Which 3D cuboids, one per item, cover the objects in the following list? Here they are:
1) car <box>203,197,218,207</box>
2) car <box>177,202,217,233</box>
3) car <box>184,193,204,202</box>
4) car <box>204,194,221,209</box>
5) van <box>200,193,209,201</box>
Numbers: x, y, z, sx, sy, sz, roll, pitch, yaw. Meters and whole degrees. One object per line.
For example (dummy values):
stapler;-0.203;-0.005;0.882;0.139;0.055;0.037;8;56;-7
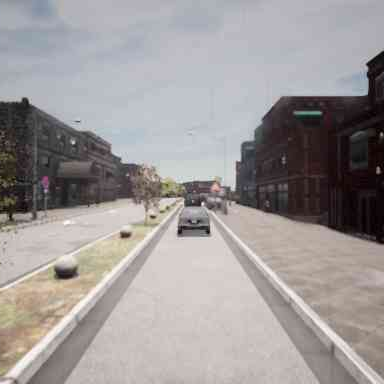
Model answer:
car;3.009;1.529;53.734;2.163;1.488;4.792;0;0;0
car;0.099;1.567;19.581;2.033;1.411;5.357;0;0;0
car;0.110;1.249;42.797;2.150;2.045;5.566;0;0;0
car;3.008;1.506;48.176;2.231;1.521;4.892;0;0;0
van;3.016;1.255;81.305;1.878;1.987;4.442;0;0;0
